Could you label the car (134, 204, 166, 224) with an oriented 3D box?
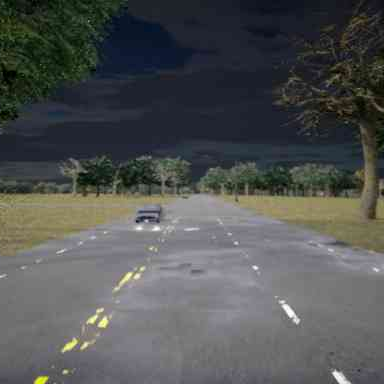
[{"bbox_3d":[-3.084,1.621,25.536,2.033,1.411,5.357,0,0,1],"label":"car"}]
